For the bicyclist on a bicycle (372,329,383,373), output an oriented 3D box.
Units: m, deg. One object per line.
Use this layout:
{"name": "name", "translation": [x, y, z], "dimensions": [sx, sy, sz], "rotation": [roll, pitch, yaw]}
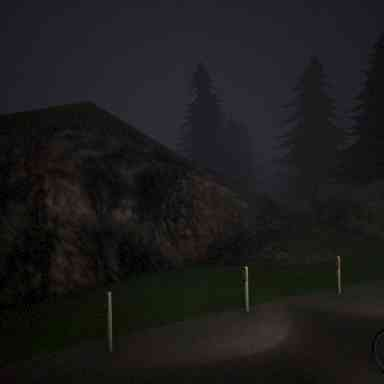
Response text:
{"name": "bicyclist on a bicycle", "translation": [2.828, 1.458, 3.594], "dimensions": [1.656, 1.620, 0.582], "rotation": [-3, -2, 43]}
